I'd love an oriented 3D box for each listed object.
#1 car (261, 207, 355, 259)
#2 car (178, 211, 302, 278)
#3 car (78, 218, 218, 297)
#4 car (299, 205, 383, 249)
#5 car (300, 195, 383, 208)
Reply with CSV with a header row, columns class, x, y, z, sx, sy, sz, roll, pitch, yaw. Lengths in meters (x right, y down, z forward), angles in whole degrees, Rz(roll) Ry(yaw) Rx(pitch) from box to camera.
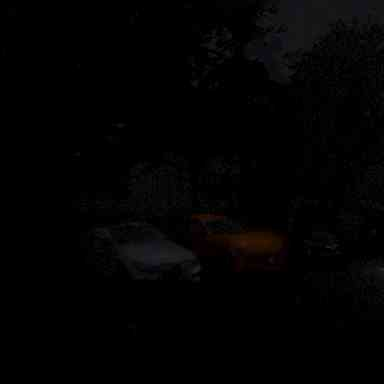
class,x,y,z,sx,sy,sz,roll,pitch,yaw
car,2.885,1.459,12.127,2.231,1.521,4.892,0,0,-36
car,0.619,1.465,10.509,2.097,1.535,5.008,0,0,-36
car,-1.647,1.512,8.889,2.002,1.452,4.674,0,0,-36
car,5.138,1.480,13.761,2.163,1.488,4.792,0,0,-35
car,7.440,1.191,15.334,2.435,2.045,5.566,0,0,-36
